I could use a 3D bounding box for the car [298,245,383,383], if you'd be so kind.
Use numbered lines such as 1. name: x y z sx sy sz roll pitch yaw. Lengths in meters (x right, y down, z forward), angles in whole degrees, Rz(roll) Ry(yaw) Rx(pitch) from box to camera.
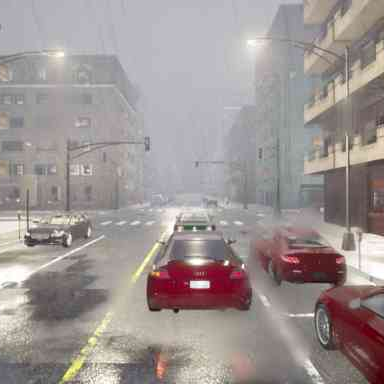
1. car: 2.671 1.583 3.348 1.802 1.307 4.206 1 0 0

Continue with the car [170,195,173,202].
1. car: -5.376 1.448 64.144 1.967 1.590 4.097 1 0 0

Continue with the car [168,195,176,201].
1. car: -5.210 1.554 86.826 1.887 1.381 4.507 1 0 0

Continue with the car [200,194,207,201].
1. car: 3.044 1.558 69.729 2.008 1.369 4.403 1 0 0

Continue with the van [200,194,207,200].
1. van: 3.215 1.350 92.409 1.690 1.788 3.998 1 0 0

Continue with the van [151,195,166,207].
1. van: -5.533 1.349 52.811 1.690 1.788 3.998 1 0 0

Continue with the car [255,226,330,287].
1. car: 2.676 1.584 9.019 1.802 1.307 4.206 1 0 0

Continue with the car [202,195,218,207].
1. car: 3.014 1.558 51.141 2.008 1.369 4.403 1 0 0

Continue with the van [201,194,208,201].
1. van: 3.173 1.349 86.739 1.690 1.788 3.998 1 0 0

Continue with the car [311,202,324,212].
1. car: 15.584 1.518 36.901 4.507 1.381 1.887 0 -1 1

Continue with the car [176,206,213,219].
1. car: 0.119 1.604 16.560 1.895 1.301 4.718 0 0 0

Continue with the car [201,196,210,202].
1. car: 3.085 1.590 75.399 1.802 1.307 4.206 1 0 0

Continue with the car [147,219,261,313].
1. car: 0.114 1.566 7.743 1.994 1.385 4.181 0 0 -1

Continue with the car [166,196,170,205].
1. car: -5.419 1.574 58.473 1.947 1.339 4.313 1 0 0

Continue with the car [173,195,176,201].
1. car: -5.294 1.575 75.485 1.947 1.339 4.313 1 0 0

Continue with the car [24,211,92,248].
1. car: -5.755 1.554 14.766 2.008 1.369 4.403 1 0 0
